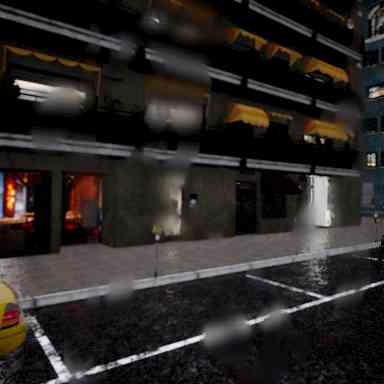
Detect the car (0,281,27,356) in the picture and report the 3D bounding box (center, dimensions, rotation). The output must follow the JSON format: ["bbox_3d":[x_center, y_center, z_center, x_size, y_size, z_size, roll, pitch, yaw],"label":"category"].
[{"bbox_3d":[-4.417,1.508,3.399,4.829,1.417,1.752,1,0,-35],"label":"car"}]

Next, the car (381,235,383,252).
[{"bbox_3d":[9.209,1.725,13.121,4.313,1.339,1.947,1,0,-35],"label":"car"}]
